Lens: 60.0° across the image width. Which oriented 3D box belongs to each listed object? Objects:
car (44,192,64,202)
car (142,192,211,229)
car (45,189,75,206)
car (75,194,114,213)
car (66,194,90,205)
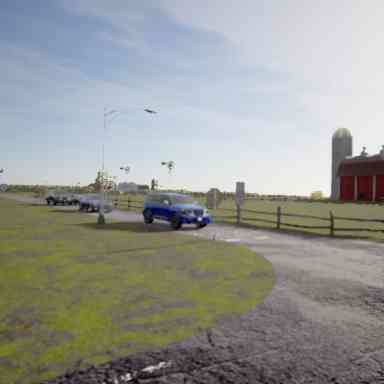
[{"bbox_3d":[-23.962,0.860,57.574,2.128,1.511,4.902,2,0,-36],"label":"car"},{"bbox_3d":[-1.141,1.101,21.024,2.150,2.045,5.566,2,0,-36],"label":"car"},{"bbox_3d":[-17.286,0.710,43.401,2.150,2.045,5.566,2,1,-36],"label":"car"},{"bbox_3d":[-9.297,1.038,32.301,2.097,1.767,4.553,2,0,-36],"label":"car"},{"bbox_3d":[-16.092,1.080,46.699,1.812,1.442,4.674,2,-1,-36],"label":"car"}]
